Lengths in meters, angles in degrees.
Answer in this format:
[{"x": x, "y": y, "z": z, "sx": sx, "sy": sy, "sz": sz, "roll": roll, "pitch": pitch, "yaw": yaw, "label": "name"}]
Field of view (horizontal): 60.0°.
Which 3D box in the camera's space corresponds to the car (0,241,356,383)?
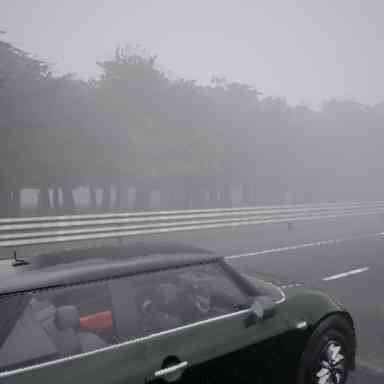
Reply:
[{"x": -0.273, "y": 1.338, "z": 3.534, "sx": 4.553, "sy": 1.767, "sz": 2.097, "roll": -1, "pitch": 0, "yaw": -35, "label": "car"}]
